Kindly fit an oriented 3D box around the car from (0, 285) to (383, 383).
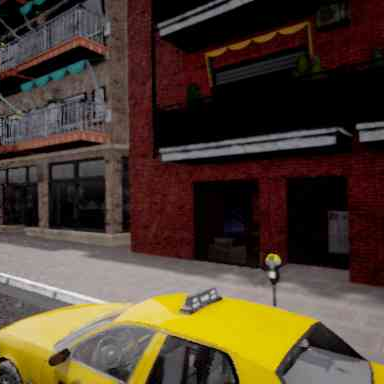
[{"bbox_3d":[-0.138,1.537,2.995,4.829,1.417,1.752,0,-1,36],"label":"car"}]
